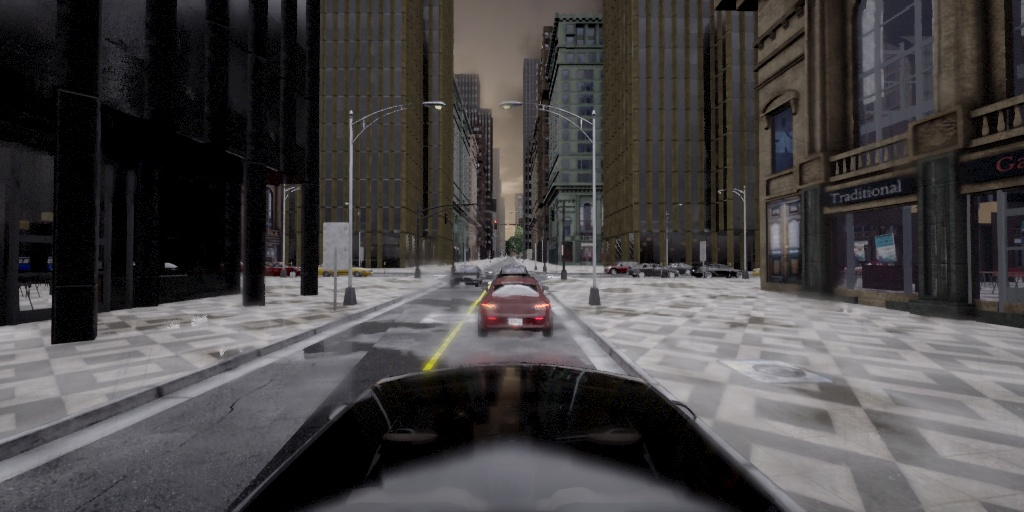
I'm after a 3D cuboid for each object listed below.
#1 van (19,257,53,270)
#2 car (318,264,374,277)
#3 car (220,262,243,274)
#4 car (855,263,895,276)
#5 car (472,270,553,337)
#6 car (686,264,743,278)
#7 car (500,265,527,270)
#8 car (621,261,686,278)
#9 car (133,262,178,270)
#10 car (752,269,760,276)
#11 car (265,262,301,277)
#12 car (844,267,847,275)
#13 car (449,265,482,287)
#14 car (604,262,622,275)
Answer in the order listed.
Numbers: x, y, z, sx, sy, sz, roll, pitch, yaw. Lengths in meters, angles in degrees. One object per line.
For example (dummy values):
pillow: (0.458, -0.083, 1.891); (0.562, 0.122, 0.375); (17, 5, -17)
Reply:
van: (-41.274, 0.956, 31.188); (3.998, 1.789, 1.690); (0, 0, 0)
car: (-14.603, 1.188, 31.288); (4.829, 1.417, 1.751); (0, 0, 0)
car: (-30.973, 1.305, 39.751); (4.507, 1.381, 1.888); (0, 0, 0)
car: (40.656, 1.455, 40.018); (4.097, 1.591, 1.967); (0, 0, 0)
car: (0.088, 1.278, 10.141); (1.812, 1.442, 4.674); (0, 0, 0)
car: (17.986, 1.330, 31.410); (4.313, 1.339, 1.948); (0, 0, 0)
car: (0.092, 1.247, 19.394); (2.128, 1.511, 4.902); (0, 0, 0)
car: (12.316, 1.294, 31.389); (4.403, 1.370, 2.007); (0, 0, 0)
car: (-30.673, 1.196, 31.228); (4.313, 1.339, 1.948); (0, 0, 0)
car: (23.823, 1.314, 31.431); (4.829, 1.417, 1.751); (0, 0, 0)
car: (-20.073, 1.195, 31.268); (4.507, 1.381, 1.888); (0, 0, 0)
car: (34.989, 1.561, 39.997); (4.207, 1.307, 1.802); (0, 0, 0)
car: (-3.009, 1.326, 24.605); (2.033, 1.411, 5.357); (0, 0, 0)
car: (12.315, 1.313, 39.913); (4.097, 1.591, 1.967); (0, 0, 0)
